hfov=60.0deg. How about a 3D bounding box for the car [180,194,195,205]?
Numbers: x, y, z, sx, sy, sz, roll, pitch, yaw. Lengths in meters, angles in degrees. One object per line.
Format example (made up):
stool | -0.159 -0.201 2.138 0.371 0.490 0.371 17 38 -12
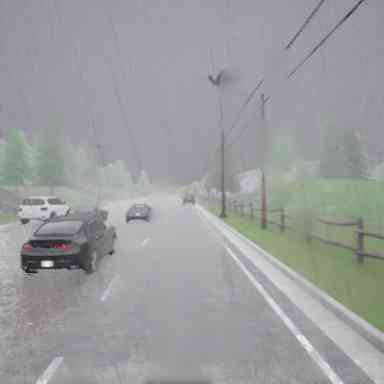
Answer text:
car | -0.600 1.349 61.224 2.150 2.045 5.566 0 0 -2

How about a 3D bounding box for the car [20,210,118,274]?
car | -3.689 1.556 10.763 1.837 1.490 4.892 0 0 -1

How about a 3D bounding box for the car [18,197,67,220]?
car | -11.125 1.361 25.477 2.150 2.045 5.566 0 0 -2

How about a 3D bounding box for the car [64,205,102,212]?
car | -7.605 1.711 24.954 1.895 1.301 4.718 0 0 -2

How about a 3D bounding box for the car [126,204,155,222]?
car | -4.175 1.651 27.277 1.994 1.385 4.181 0 0 -2
